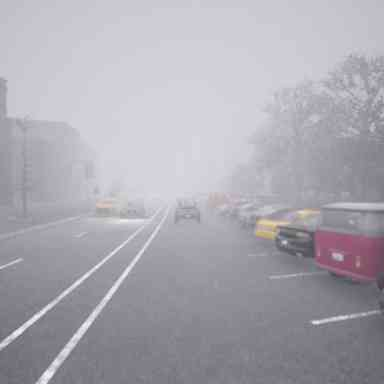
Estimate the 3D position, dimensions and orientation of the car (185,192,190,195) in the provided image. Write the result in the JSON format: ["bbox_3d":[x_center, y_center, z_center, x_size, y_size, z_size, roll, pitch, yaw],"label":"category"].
[{"bbox_3d":[1.874,1.303,70.579,5.008,1.535,2.097,1,0,-26],"label":"car"}]

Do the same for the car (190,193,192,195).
[{"bbox_3d":[2.677,1.306,61.703,5.008,1.535,2.097,1,0,-25],"label":"car"}]

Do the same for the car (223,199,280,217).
[{"bbox_3d":[4.916,1.452,23.154,4.674,1.452,2.002,1,0,-22],"label":"car"}]

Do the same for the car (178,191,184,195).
[{"bbox_3d":[-0.031,1.026,88.326,5.566,2.045,2.435,0,0,-27],"label":"car"}]

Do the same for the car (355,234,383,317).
[{"bbox_3d":[5.281,1.516,5.370,4.674,1.452,2.002,1,0,-21],"label":"car"}]

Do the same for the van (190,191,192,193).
[{"bbox_3d":[2.520,1.080,64.721,4.442,1.987,1.878,1,0,-25],"label":"van"}]

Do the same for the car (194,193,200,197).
[{"bbox_3d":[3.338,1.346,52.806,4.792,1.488,2.163,1,0,-24],"label":"car"}]

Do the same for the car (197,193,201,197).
[{"bbox_3d":[3.782,1.329,46.888,4.892,1.521,2.231,1,0,-24],"label":"car"}]

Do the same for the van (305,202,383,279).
[{"bbox_3d":[5.360,1.245,8.388,4.442,1.987,1.878,1,0,-21],"label":"van"}]

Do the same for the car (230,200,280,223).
[{"bbox_3d":[4.986,1.466,20.200,4.674,1.452,2.002,0,1,-21],"label":"car"}]

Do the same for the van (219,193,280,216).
[{"bbox_3d":[4.713,1.171,26.073,4.442,1.987,1.878,1,1,-22],"label":"van"}]

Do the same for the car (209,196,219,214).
[{"bbox_3d":[4.532,1.380,29.018,5.366,1.575,1.946,1,0,-22],"label":"car"}]

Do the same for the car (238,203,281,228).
[{"bbox_3d":[5.078,1.479,17.254,4.674,1.452,2.002,1,0,-22],"label":"car"}]

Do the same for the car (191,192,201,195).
[{"bbox_3d":[2.883,1.182,58.737,4.553,1.767,2.185,1,0,-25],"label":"car"}]

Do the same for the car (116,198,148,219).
[{"bbox_3d":[-4.862,1.474,28.405,1.994,1.385,4.181,0,0,-2],"label":"car"}]

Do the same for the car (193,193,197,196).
[{"bbox_3d":[3.139,1.312,55.783,5.008,1.535,2.097,1,0,-25],"label":"car"}]

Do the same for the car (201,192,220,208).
[{"bbox_3d":[4.320,1.102,38.007,5.566,2.045,2.435,1,0,-23],"label":"car"}]

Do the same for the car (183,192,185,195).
[{"bbox_3d":[1.437,1.302,76.578,5.366,1.575,1.946,1,0,-26],"label":"car"}]

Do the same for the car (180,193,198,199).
[{"bbox_3d":[-0.819,1.087,94.199,4.553,1.767,2.185,0,1,-28],"label":"car"}]

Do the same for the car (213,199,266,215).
[{"bbox_3d":[4.579,1.414,32.058,4.674,1.452,2.002,1,0,-23],"label":"car"}]

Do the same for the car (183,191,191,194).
[{"bbox_3d":[0.986,1.177,79.458,4.553,1.767,2.185,1,0,-26],"label":"car"}]

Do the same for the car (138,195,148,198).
[{"bbox_3d":[-10.627,1.291,72.192,1.882,1.535,5.008,0,0,-5],"label":"car"}]

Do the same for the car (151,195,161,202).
[{"bbox_3d":[-7.462,1.356,68.605,1.812,1.442,4.674,0,0,-5],"label":"car"}]

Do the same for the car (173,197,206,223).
[{"bbox_3d":[-0.371,1.413,24.643,2.128,1.511,4.902,0,0,-2],"label":"car"}]

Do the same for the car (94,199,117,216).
[{"bbox_3d":[-7.776,1.381,31.142,1.882,1.535,5.008,0,0,-3],"label":"car"}]

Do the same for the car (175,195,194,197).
[{"bbox_3d":[-1.228,1.405,42.925,2.033,1.411,5.357,0,0,-3],"label":"car"}]

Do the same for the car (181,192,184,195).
[{"bbox_3d":[0.625,1.302,82.403,5.008,1.535,2.097,1,0,-27],"label":"car"}]

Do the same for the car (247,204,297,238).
[{"bbox_3d":[5.328,1.450,14.351,5.366,1.575,1.946,1,0,-21],"label":"car"}]

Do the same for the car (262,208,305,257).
[{"bbox_3d":[5.201,1.460,11.314,5.008,1.535,2.097,1,0,-21],"label":"car"}]

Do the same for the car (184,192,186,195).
[{"bbox_3d":[1.566,1.303,73.541,5.008,1.535,2.097,1,0,-26],"label":"car"}]
